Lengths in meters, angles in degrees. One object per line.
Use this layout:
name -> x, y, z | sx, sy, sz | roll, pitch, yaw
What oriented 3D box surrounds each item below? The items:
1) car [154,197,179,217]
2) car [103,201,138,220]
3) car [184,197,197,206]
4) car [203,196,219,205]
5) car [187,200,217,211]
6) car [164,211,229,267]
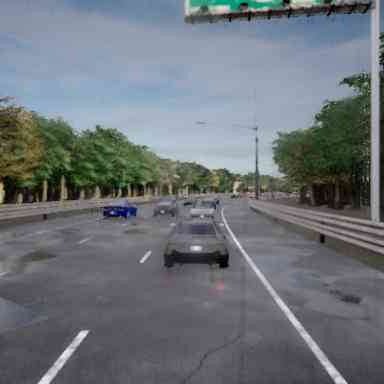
car -> -2.324, 1.518, 30.794 | 1.812, 1.442, 4.674 | 0, 0, 4
car -> -6.015, 1.464, 28.411 | 1.882, 1.535, 5.008 | 0, 0, 4
car -> -0.093, 1.539, 55.095 | 2.033, 1.411, 5.357 | 0, 0, 8
car -> 2.230, 1.478, 43.700 | 1.882, 1.535, 5.008 | 0, 0, 6
car -> 0.929, 1.601, 28.148 | 1.895, 1.301, 4.718 | 0, 0, 4
car -> 0.176, 1.565, 11.431 | 1.994, 1.385, 4.181 | 0, 0, 2
